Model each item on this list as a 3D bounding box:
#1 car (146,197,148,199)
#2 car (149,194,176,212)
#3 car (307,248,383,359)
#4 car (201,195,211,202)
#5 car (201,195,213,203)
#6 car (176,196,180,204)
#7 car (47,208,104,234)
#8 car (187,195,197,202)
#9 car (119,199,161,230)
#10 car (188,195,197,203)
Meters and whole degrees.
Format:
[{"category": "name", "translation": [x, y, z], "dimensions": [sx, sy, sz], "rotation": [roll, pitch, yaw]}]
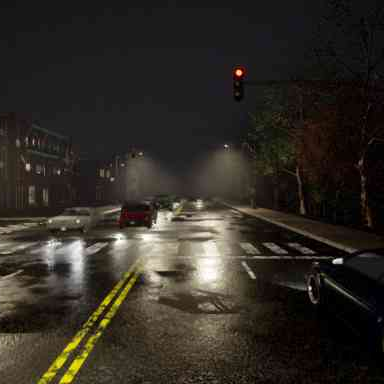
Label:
[{"category": "car", "translation": [-6.608, 1.551, 37.752], "dimensions": [1.994, 1.385, 4.181], "rotation": [0, 0, 0]}, {"category": "car", "translation": [-3.359, 1.208, 39.104], "dimensions": [2.150, 2.045, 5.566], "rotation": [0, 0, 0]}, {"category": "car", "translation": [3.337, 1.563, 5.254], "dimensions": [1.994, 1.385, 4.181], "rotation": [0, 0, 1]}, {"category": "car", "translation": [3.231, 1.509, 78.533], "dimensions": [2.033, 1.411, 5.357], "rotation": [0, 0, 0]}, {"category": "car", "translation": [3.337, 1.467, 68.349], "dimensions": [2.128, 1.511, 4.902], "rotation": [0, 0, 0]}, {"category": "car", "translation": [-3.307, 1.524, 65.260], "dimensions": [2.033, 1.411, 5.357], "rotation": [0, 0, 0]}, {"category": "car", "translation": [-6.602, 1.597, 19.324], "dimensions": [1.895, 1.301, 4.718], "rotation": [0, 0, 0]}, {"category": "car", "translation": [-0.017, 1.494, 79.758], "dimensions": [2.128, 1.511, 4.902], "rotation": [0, 0, 0]}, {"category": "car", "translation": [-3.355, 1.473, 21.294], "dimensions": [1.882, 1.535, 5.008], "rotation": [0, 0, 0]}, {"category": "car", "translation": [0.086, 1.500, 69.677], "dimensions": [1.812, 1.442, 4.674], "rotation": [0, 0, 0]}]
